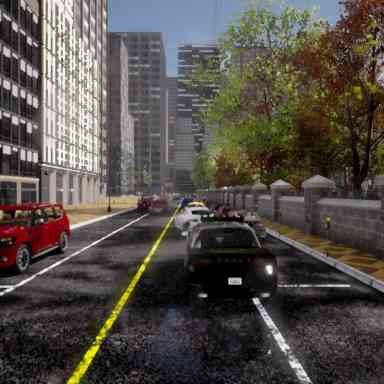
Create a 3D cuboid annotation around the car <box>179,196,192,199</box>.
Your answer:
[{"bbox_3d":[-0.483,1.465,45.857,1.882,1.535,5.008,0,0,0],"label":"car"}]

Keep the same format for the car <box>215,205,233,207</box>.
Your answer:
[{"bbox_3d":[2.409,1.548,16.186,2.008,1.369,4.403,0,0,-1],"label":"car"}]

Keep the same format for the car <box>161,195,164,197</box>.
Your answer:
[{"bbox_3d":[-6.089,1.563,55.017,1.802,1.307,4.206,0,0,-1],"label":"car"}]

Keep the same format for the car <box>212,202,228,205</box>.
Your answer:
[{"bbox_3d":[2.341,1.578,21.736,1.802,1.307,4.206,0,0,-1],"label":"car"}]

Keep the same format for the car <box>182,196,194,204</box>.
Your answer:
[{"bbox_3d":[-0.735,1.467,63.931,2.128,1.511,4.902,0,0,-1],"label":"car"}]

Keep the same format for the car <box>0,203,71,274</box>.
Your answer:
[{"bbox_3d":[-5.552,1.314,10.689,2.192,1.841,5.009,0,0,-1],"label":"car"}]

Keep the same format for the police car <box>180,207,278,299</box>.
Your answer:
[{"bbox_3d":[0.757,1.424,8.647,1.930,1.638,5.238,0,0,-1],"label":"police car"}]

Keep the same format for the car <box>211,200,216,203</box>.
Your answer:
[{"bbox_3d":[2.273,1.560,27.285,1.947,1.339,4.313,0,0,-1],"label":"car"}]

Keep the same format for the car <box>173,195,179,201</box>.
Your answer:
[{"bbox_3d":[-3.714,1.527,82.535,1.994,1.385,4.181,0,0,-1],"label":"car"}]

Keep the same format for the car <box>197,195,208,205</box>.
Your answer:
[{"bbox_3d":[1.868,1.418,60.582,1.967,1.590,4.097,0,0,-1],"label":"car"}]

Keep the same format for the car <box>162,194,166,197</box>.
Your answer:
[{"bbox_3d":[-6.155,1.503,60.387,1.752,1.417,4.829,0,0,-1],"label":"car"}]

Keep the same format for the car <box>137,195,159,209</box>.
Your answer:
[{"bbox_3d":[-5.955,1.303,43.936,2.192,1.841,5.009,0,0,-1],"label":"car"}]

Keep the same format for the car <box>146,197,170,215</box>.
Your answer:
[{"bbox_3d":[-3.207,1.518,33.441,1.812,1.442,4.674,0,0,-1],"label":"car"}]

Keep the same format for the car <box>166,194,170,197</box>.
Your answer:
[{"bbox_3d":[-6.214,1.281,77.180,2.192,1.841,5.009,0,0,-1],"label":"car"}]

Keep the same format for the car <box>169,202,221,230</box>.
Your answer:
[{"bbox_3d":[0.171,1.523,18.328,1.812,1.442,4.674,0,0,-13],"label":"car"}]

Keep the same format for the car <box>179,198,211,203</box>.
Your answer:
[{"bbox_3d":[0.312,1.451,24.760,1.801,1.575,5.366,0,0,4],"label":"car"}]
